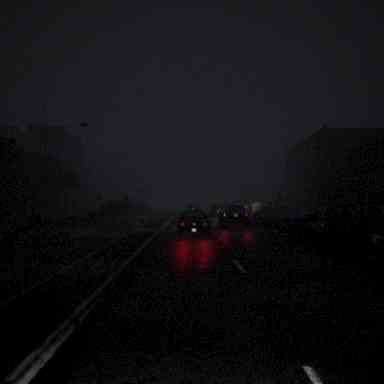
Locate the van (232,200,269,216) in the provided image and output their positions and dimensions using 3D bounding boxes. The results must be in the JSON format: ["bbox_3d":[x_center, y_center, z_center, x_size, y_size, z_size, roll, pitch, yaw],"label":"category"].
[{"bbox_3d":[7.557,2.054,43.072,4.442,1.987,1.878,0,-2,0],"label":"van"}]

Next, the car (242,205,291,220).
[{"bbox_3d":[7.670,2.099,34.798,4.674,1.452,2.002,0,-1,0],"label":"car"}]

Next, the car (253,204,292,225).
[{"bbox_3d":[7.630,1.899,26.533,4.792,1.488,2.163,0,-1,0],"label":"car"}]

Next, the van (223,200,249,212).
[{"bbox_3d":[7.803,2.510,59.611,4.442,1.987,1.878,0,-1,0],"label":"van"}]

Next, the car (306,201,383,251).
[{"bbox_3d":[7.678,1.375,12.758,5.566,2.045,2.435,0,-1,0],"label":"car"}]

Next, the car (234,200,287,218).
[{"bbox_3d":[7.640,1.877,37.564,5.566,2.045,2.435,0,-2,0],"label":"car"}]

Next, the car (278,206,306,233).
[{"bbox_3d":[7.649,1.713,18.266,5.008,1.535,2.097,0,-1,0],"label":"car"}]

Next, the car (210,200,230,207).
[{"bbox_3d":[7.742,3.227,92.702,5.566,2.045,2.435,0,-1,0],"label":"car"}]

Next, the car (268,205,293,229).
[{"bbox_3d":[7.662,1.762,21.022,4.892,1.521,2.231,0,-1,0],"label":"car"}]

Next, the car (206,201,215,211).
[{"bbox_3d":[3.121,2.292,42.617,1.837,1.490,4.892,0,-2,0],"label":"car"}]

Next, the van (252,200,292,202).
[{"bbox_3d":[7.780,1.763,31.928,4.442,1.987,1.878,0,-1,0],"label":"van"}]

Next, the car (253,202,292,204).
[{"bbox_3d":[7.668,1.929,29.288,5.008,1.535,2.097,0,-1,0],"label":"car"}]

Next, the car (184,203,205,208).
[{"bbox_3d":[0.133,2.090,41.248,2.097,1.767,4.553,0,-2,0],"label":"car"}]

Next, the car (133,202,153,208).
[{"bbox_3d":[-12.804,3.388,87.313,4.792,1.488,2.163,0,-1,0],"label":"car"}]

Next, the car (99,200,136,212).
[{"bbox_3d":[-12.925,2.405,56.756,5.566,2.045,2.435,0,-1,0],"label":"car"}]

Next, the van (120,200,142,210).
[{"bbox_3d":[-12.943,2.780,70.771,4.442,1.987,1.878,0,-1,0],"label":"van"}]

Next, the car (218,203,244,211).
[{"bbox_3d":[7.662,2.904,65.122,4.792,1.488,2.163,0,-1,0],"label":"car"}]

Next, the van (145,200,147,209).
[{"bbox_3d":[-12.931,2.840,73.424,4.442,1.987,1.878,0,-1,0],"label":"van"}]

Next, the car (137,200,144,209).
[{"bbox_3d":[-12.879,2.618,65.090,5.566,2.045,2.435,0,-1,0],"label":"car"}]

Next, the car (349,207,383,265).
[{"bbox_3d":[7.615,1.463,10.002,4.553,1.767,2.185,0,-1,0],"label":"car"}]

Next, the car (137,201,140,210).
[{"bbox_3d":[-12.837,2.833,62.430,4.792,1.488,2.163,0,-1,0],"label":"car"}]

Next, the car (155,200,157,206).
[{"bbox_3d":[-12.774,3.415,90.092,4.892,1.521,2.231,0,-1,0],"label":"car"}]

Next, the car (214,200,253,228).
[{"bbox_3d":[3.104,1.722,25.653,2.097,1.767,4.553,0,-1,0],"label":"car"}]

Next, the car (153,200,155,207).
[{"bbox_3d":[-12.777,3.303,84.534,5.008,1.535,2.097,0,-1,0],"label":"car"}]

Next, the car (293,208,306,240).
[{"bbox_3d":[7.656,1.668,15.511,5.008,1.535,2.097,0,-1,0],"label":"car"}]

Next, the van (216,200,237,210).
[{"bbox_3d":[7.581,2.845,73.400,4.442,1.987,1.878,0,-1,0],"label":"van"}]

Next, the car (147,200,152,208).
[{"bbox_3d":[-12.775,2.879,76.323,5.566,2.045,2.435,0,-1,0],"label":"car"}]

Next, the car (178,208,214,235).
[{"bbox_3d":[0.117,1.878,20.845,1.895,1.301,4.718,0,-1,0],"label":"car"}]
